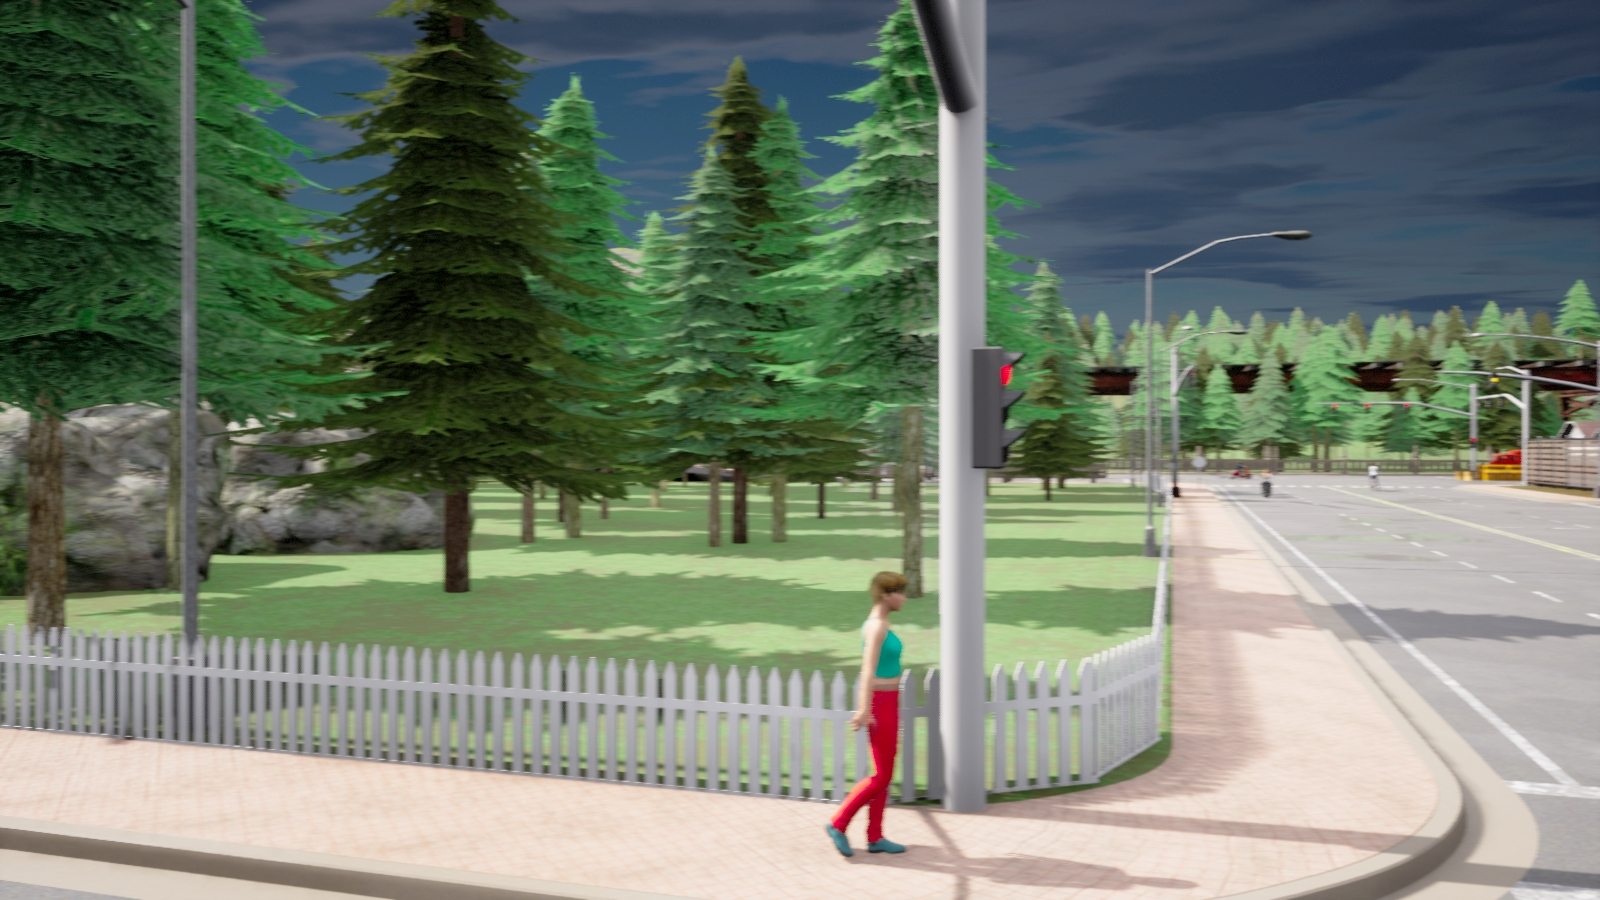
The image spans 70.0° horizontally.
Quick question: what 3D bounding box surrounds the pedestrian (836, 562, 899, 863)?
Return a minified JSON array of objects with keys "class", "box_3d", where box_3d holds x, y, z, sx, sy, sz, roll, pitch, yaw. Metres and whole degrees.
[{"class":"pedestrian","box_3d":[0.444,1.678,7.418,0.375,1.860,0.375,0,0,9]}]
